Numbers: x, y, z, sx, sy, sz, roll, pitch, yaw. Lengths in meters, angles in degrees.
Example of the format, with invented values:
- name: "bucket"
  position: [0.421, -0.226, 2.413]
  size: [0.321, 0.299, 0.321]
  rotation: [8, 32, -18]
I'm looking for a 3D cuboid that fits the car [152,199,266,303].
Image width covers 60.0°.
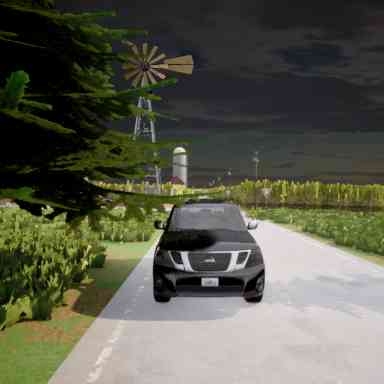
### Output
- name: "car"
  position: [0.331, 1.221, 8.579]
  size: [2.150, 2.045, 5.566]
  rotation: [0, 0, 0]
